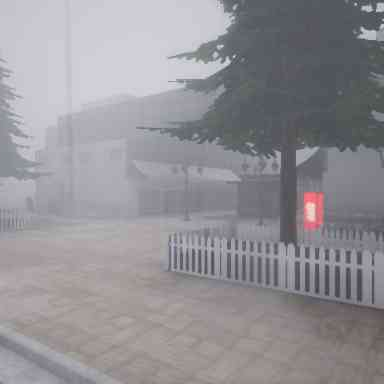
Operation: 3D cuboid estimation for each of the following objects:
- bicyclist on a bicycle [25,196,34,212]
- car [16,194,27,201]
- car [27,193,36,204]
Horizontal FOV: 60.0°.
[{"bbox_3d":[-17.090,1.284,34.939,1.656,1.620,0.582,0,0,36],"label":"bicyclist on a bicycle"},{"bbox_3d":[-37.451,1.297,74.314,4.514,1.523,2.007,0,0,36],"label":"car"},{"bbox_3d":[-26.248,1.096,58.259,4.605,1.855,1.932,0,0,36],"label":"car"}]
